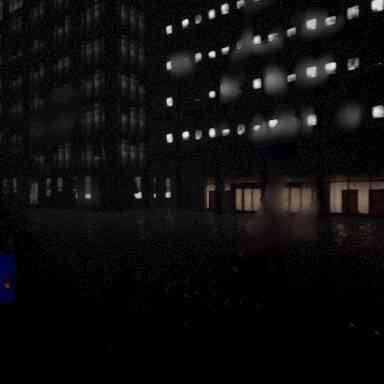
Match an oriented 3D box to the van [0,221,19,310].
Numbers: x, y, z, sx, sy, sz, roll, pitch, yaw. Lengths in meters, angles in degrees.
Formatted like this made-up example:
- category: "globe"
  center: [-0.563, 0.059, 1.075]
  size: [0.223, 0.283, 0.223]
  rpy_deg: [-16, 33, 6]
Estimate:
- category: "van"
  center: [-5.040, 1.355, 6.471]
  size: [3.998, 1.788, 1.690]
  rpy_deg: [0, 0, 36]
